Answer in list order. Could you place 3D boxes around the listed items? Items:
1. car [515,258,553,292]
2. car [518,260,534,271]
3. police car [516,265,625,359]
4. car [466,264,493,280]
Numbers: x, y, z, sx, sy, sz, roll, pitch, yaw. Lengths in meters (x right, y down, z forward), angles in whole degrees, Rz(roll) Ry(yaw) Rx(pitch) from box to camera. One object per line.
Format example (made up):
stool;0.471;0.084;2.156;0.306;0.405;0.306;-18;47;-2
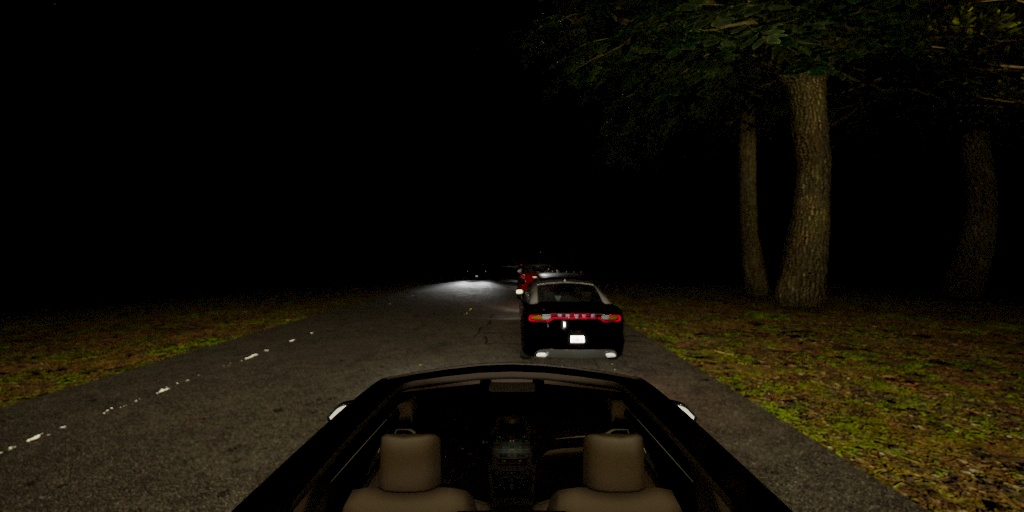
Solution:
car;1.342;1.099;18.351;2.097;1.767;4.553;0;0;2
car;2.053;1.277;50.921;2.033;1.411;5.357;0;0;4
police car;1.125;1.177;8.530;1.930;1.638;5.238;0;0;1
car;-2.793;1.340;31.511;1.895;1.301;4.718;0;0;3
